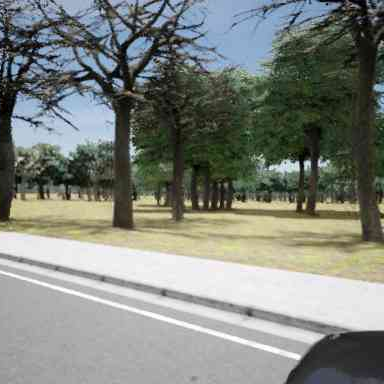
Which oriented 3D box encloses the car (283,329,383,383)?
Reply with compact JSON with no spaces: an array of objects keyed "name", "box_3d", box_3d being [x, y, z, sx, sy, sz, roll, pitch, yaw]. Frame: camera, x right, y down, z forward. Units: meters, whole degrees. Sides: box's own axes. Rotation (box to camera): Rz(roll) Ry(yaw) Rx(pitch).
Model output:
[{"name":"car","box_3d":[2.563,1.562,1.855,4.181,1.385,1.994,0,0,36]}]
